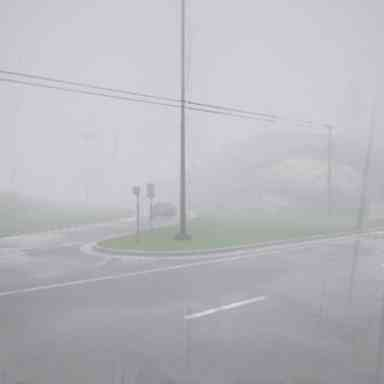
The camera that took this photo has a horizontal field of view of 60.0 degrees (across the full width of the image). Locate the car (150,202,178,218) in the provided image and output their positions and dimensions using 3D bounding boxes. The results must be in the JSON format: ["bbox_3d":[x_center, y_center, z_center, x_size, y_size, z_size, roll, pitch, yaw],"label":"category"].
[{"bbox_3d":[-2.485,1.577,30.329,1.994,1.385,4.181,0,0,5],"label":"car"}]
